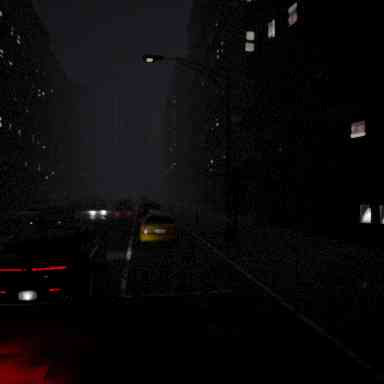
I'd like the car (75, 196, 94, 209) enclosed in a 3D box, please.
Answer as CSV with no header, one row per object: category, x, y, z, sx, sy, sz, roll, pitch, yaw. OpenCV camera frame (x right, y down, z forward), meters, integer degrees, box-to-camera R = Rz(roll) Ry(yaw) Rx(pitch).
car,-15.064,1.447,46.805,1.967,1.590,4.097,1,0,-9

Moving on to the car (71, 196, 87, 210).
car,-14.198,1.554,41.333,1.887,1.381,4.507,1,0,-9

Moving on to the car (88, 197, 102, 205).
car,-16.801,1.546,57.750,1.887,1.381,4.507,1,0,-9

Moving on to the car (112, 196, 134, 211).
car,-8.217,1.526,40.227,1.812,1.442,4.674,0,0,-9

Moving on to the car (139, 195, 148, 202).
car,-11.133,1.418,75.531,1.967,1.590,4.097,1,0,-9

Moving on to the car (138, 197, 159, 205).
car,-3.325,1.439,26.280,1.967,1.590,4.097,1,0,-9

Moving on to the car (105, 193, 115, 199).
car,-20.272,1.540,79.639,2.008,1.369,4.403,1,0,-9

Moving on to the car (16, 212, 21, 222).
car,-11.569,1.538,24.748,1.752,1.417,4.829,1,0,-9

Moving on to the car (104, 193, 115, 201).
car,-21.135,1.300,85.111,2.192,1.841,5.009,1,0,-9

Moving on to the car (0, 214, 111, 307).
car,-3.171,1.506,8.035,1.837,1.490,4.892,0,0,-9

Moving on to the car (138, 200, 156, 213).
car,-5.062,1.579,37.224,1.802,1.307,4.206,1,0,-9

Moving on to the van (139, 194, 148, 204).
van,-9.396,1.325,64.586,1.690,1.788,3.998,1,0,-9

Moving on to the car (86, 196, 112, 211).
car,-11.525,1.570,41.514,1.994,1.385,4.181,0,0,-9

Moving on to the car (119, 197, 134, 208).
car,-9.867,1.544,50.408,2.033,1.411,5.357,0,0,-9

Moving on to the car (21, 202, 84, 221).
car,-8.240,1.556,20.210,2.033,1.411,5.357,0,0,-9

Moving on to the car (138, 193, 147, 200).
car,-13.734,1.281,91.948,2.192,1.841,5.009,1,0,-9

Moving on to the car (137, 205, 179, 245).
car,-1.618,1.524,15.503,1.752,1.417,4.829,1,0,-9

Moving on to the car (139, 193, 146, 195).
car,-8.530,1.427,59.114,1.967,1.590,4.097,1,0,-9
